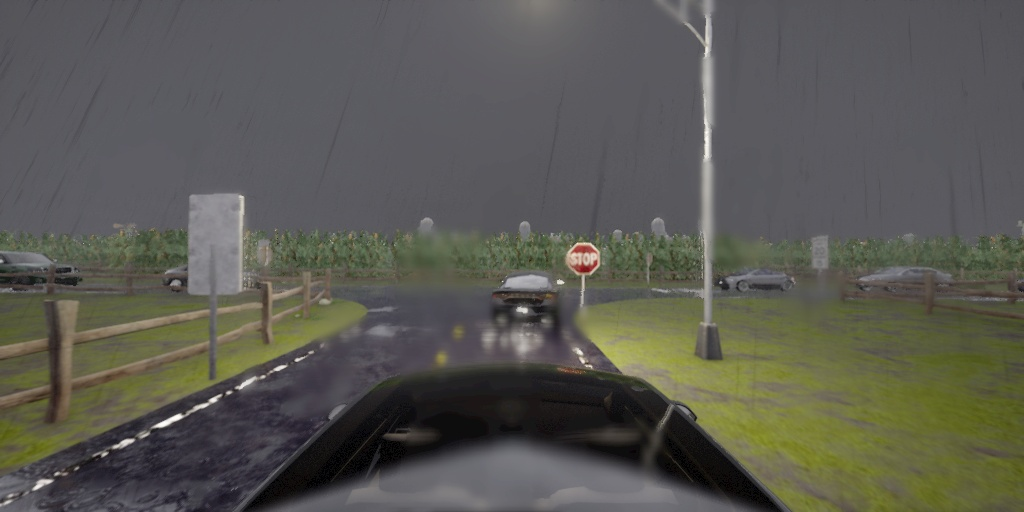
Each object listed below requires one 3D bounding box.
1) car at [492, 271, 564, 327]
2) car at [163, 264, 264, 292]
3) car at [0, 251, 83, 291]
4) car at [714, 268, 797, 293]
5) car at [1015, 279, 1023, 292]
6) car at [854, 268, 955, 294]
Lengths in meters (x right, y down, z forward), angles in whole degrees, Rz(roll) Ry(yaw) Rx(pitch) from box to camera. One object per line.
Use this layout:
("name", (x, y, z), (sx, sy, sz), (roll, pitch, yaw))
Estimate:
("car", (0.638, 1.218, 11.557), (1.882, 1.535, 5.008), (0, 0, 8))
("car", (-15.523, 1.110, 18.947), (4.892, 1.490, 1.837), (0, -1, 2))
("car", (-26.462, 0.756, 19.057), (5.566, 2.045, 2.150), (0, -1, 0))
("car", (14.678, 1.444, 21.767), (4.181, 1.385, 1.994), (0, -1, 1))
("car", (33.637, 1.565, 21.649), (4.674, 1.442, 1.812), (0, -1, 1))
("car", (23.622, 1.446, 21.713), (4.902, 1.511, 2.128), (0, -1, 0))
